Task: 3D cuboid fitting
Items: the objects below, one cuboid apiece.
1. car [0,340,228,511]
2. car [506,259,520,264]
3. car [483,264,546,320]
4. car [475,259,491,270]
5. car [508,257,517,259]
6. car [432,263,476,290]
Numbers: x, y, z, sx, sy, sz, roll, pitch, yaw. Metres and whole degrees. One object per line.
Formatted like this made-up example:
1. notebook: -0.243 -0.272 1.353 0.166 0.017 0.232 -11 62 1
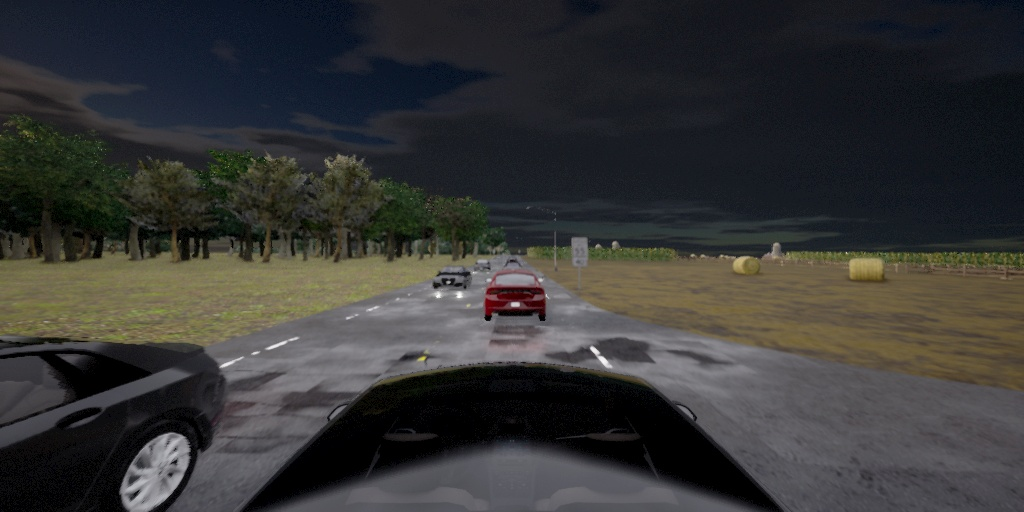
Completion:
1. car: -3.600 1.255 1.351 1.837 1.490 4.892 0 0 0
2. car: 0.097 1.220 33.685 1.994 1.385 4.181 0 0 0
3. car: 0.100 1.226 12.645 1.882 1.535 5.008 0 0 0
4. car: -3.575 1.088 44.152 1.812 1.442 4.674 0 1 0
5. car: 0.054 0.942 56.526 1.837 1.490 4.892 0 1 0
6. car: -3.599 1.286 22.265 1.994 1.385 4.181 0 0 0
